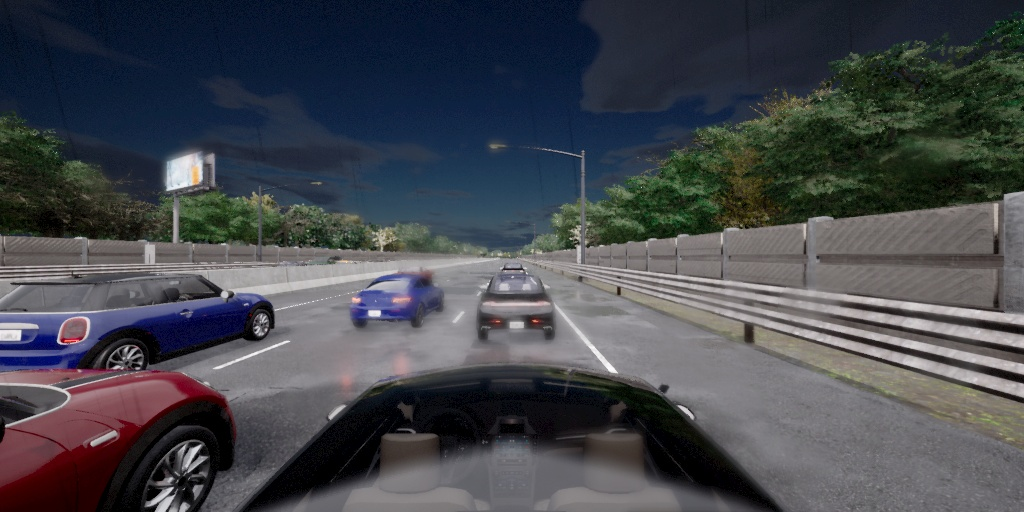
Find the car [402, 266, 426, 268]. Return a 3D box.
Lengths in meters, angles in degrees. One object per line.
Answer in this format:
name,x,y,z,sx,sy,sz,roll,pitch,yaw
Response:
car,-6.905,1.371,25.639,1.895,1.301,4.718,0,0,1

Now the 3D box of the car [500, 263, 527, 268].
car,0.093,1.264,27.217,2.128,1.511,4.902,0,0,0

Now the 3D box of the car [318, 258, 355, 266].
car,-17.601,1.271,37.188,1.882,1.535,5.008,0,0,0

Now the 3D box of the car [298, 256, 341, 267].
car,-21.101,1.024,40.460,2.150,2.045,5.566,0,0,0

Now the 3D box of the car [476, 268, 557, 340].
car,0.100,1.244,9.978,2.128,1.511,4.902,0,0,0

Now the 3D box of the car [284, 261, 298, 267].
car,-24.599,1.292,39.930,2.128,1.511,4.902,0,0,0

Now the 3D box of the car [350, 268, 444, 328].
car,-3.405,1.280,11.295,1.812,1.442,4.674,0,0,1

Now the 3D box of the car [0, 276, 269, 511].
car,-3.405,1.102,1.177,2.097,1.767,4.553,0,0,0

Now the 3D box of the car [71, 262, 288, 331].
car,-6.896,1.104,7.022,2.097,1.767,4.553,0,0,-1
